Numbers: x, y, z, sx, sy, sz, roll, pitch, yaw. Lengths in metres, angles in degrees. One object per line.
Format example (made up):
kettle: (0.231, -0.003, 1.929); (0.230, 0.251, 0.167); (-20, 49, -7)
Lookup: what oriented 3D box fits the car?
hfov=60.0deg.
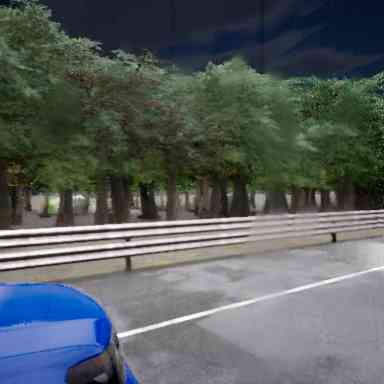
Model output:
car: (-3.008, 1.216, 1.590); (5.566, 2.045, 2.150); (0, 0, -36)
